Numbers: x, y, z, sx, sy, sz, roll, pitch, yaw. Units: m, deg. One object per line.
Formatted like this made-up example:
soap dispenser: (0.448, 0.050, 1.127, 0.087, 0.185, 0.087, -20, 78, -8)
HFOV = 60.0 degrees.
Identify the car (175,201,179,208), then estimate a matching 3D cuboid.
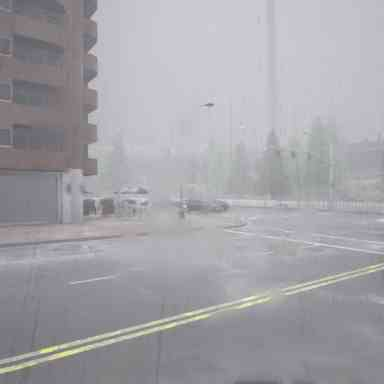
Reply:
car: (-3.457, 1.545, 46.022, 1.895, 1.301, 4.718, 0, 0, -39)

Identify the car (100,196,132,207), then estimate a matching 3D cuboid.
car: (-11.482, 1.436, 49.090, 4.902, 1.511, 2.128, 0, 0, 34)

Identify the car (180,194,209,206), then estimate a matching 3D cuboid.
car: (0.390, 1.296, 52.533, 2.097, 1.767, 4.553, 0, 0, -42)

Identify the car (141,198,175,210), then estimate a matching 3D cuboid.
car: (-4.487, 1.545, 41.754, 1.895, 1.301, 4.718, 0, 0, -37)

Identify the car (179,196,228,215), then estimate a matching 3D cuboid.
car: (1.085, 1.450, 33.955, 1.837, 1.490, 4.892, 0, 0, -35)

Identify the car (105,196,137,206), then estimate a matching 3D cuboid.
car: (-11.354, 1.436, 53.169, 4.902, 1.511, 2.128, 0, 0, 29)
